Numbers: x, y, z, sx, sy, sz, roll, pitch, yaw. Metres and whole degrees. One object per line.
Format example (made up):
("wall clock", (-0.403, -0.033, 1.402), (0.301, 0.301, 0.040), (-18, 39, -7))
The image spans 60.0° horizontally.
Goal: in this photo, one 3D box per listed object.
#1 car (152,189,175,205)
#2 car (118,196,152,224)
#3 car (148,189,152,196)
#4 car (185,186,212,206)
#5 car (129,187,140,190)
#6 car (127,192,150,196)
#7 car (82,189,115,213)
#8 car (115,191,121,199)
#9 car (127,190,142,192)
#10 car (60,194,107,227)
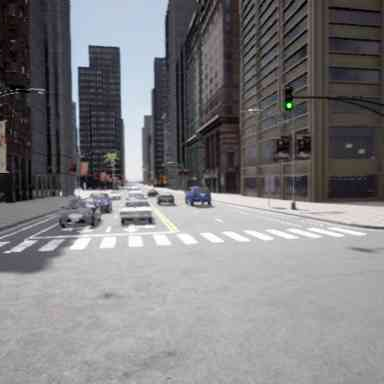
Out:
("car", (-3.160, 0.704, 38.714), (2.128, 1.511, 4.902), (-1, 1, -10))
("car", (-3.502, 1.192, 21.161), (1.895, 1.301, 4.718), (-1, 1, -7))
("car", (-7.411, 0.301, 61.807), (1.837, 1.490, 4.892), (-1, 1, -10))
("car", (0.587, 0.426, 36.198), (2.150, 2.045, 5.566), (-1, 1, -10))
("car", (-9.515, 0.230, 55.118), (2.150, 2.045, 5.566), (-1, 1, -10))
("car", (-5.135, 0.985, 30.396), (1.994, 1.385, 4.181), (-1, 1, -9))
("car", (-8.197, 0.852, 29.013), (2.097, 1.767, 4.553), (-1, 1, -10))
("car", (-12.714, 0.601, 54.585), (1.812, 1.442, 4.674), (-1, 1, -10))
("car", (-6.810, 0.806, 40.100), (1.994, 1.385, 4.181), (-1, 1, -10))
("car", (-6.588, 1.159, 19.948), (2.128, 1.511, 4.902), (-1, 1, -10))
